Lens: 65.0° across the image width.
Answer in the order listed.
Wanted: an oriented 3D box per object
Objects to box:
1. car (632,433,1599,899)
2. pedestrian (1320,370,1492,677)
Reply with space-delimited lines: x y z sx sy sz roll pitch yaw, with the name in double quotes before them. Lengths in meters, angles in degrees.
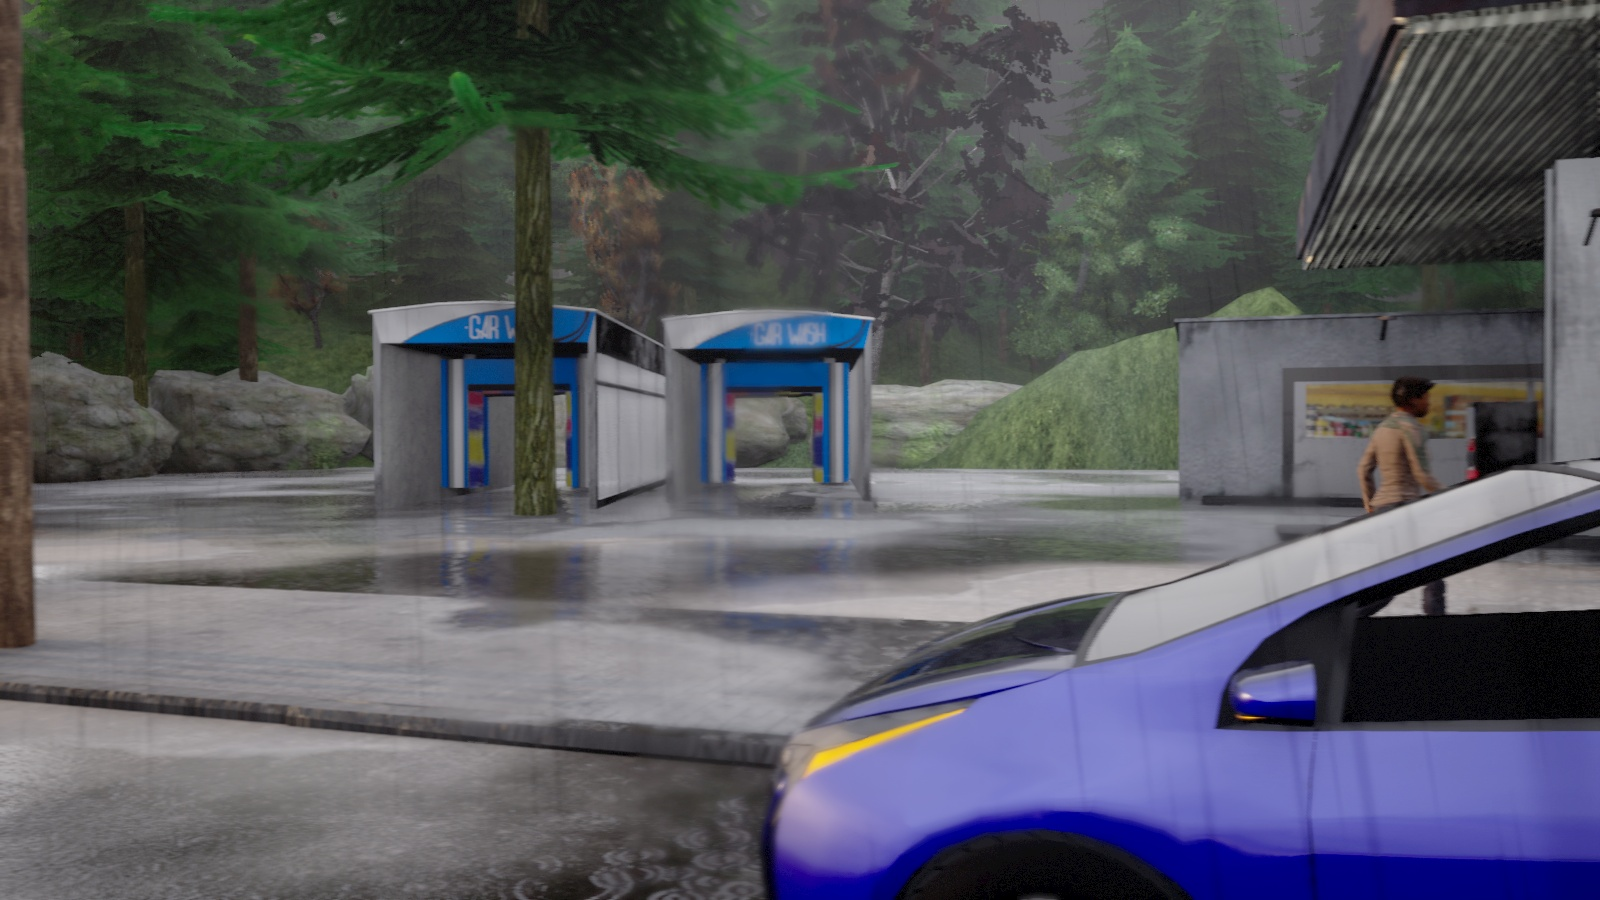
"car" 2.083 0.733 3.027 4.514 1.525 2.007 1 1 19
"pedestrian" 3.658 0.428 7.617 0.869 1.805 0.328 0 1 10
